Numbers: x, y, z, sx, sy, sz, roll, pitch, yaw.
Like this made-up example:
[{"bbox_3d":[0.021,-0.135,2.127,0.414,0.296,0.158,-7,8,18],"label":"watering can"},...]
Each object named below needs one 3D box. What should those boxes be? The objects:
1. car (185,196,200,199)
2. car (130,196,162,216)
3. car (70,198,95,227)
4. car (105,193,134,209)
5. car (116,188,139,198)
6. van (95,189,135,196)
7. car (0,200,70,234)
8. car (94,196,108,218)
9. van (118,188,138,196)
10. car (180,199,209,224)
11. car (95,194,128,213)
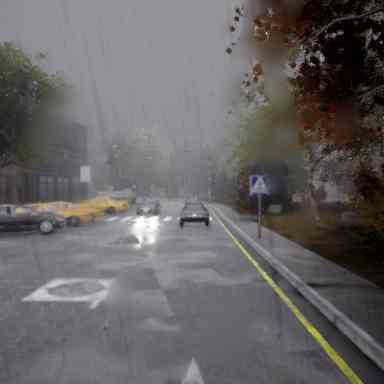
[{"bbox_3d":[0.111,1.207,41.760,1.994,1.385,4.181,0,1,-2],"label":"car"},{"bbox_3d":[-3.872,1.320,30.311,2.128,1.511,4.902,0,0,0],"label":"car"},{"bbox_3d":[-8.929,1.364,20.333,5.366,1.575,1.946,-1,0,-20],"label":"car"},{"bbox_3d":[-9.111,1.248,35.289,5.008,1.535,2.097,-1,1,-20],"label":"car"},{"bbox_3d":[-13.781,0.132,70.726,5.566,2.045,2.150,2,2,45],"label":"car"},{"bbox_3d":[-9.230,0.969,38.232,4.442,1.987,1.878,-1,1,-20],"label":"van"},{"bbox_3d":[-9.120,1.387,17.269,4.892,1.521,2.231,-1,0,-20],"label":"car"},{"bbox_3d":[-8.923,1.347,23.335,5.366,1.575,1.946,-1,0,-20],"label":"car"},{"bbox_3d":[-9.244,0.913,41.232,4.442,1.987,1.878,-1,1,-20],"label":"van"},{"bbox_3d":[0.174,1.433,23.206,1.994,1.385,4.181,0,0,0],"label":"car"},{"bbox_3d":[-9.265,1.296,32.221,5.366,1.575,1.946,-1,1,-20],"label":"car"}]
